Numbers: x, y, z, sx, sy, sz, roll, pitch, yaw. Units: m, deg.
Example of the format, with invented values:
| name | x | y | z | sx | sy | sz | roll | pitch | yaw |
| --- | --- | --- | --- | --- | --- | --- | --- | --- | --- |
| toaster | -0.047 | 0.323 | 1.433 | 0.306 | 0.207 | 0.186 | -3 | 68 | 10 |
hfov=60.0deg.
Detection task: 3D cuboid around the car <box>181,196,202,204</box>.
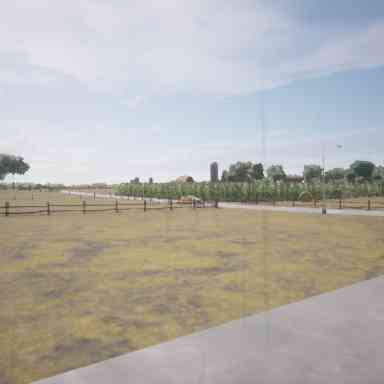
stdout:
| name | x | y | z | sx | sy | sz | roll | pitch | yaw |
| --- | --- | --- | --- | --- | --- | --- | --- | --- | --- |
| car | -0.146 | 1.510 | 63.151 | 1.882 | 1.535 | 5.008 | -1 | 2 | -35 |
